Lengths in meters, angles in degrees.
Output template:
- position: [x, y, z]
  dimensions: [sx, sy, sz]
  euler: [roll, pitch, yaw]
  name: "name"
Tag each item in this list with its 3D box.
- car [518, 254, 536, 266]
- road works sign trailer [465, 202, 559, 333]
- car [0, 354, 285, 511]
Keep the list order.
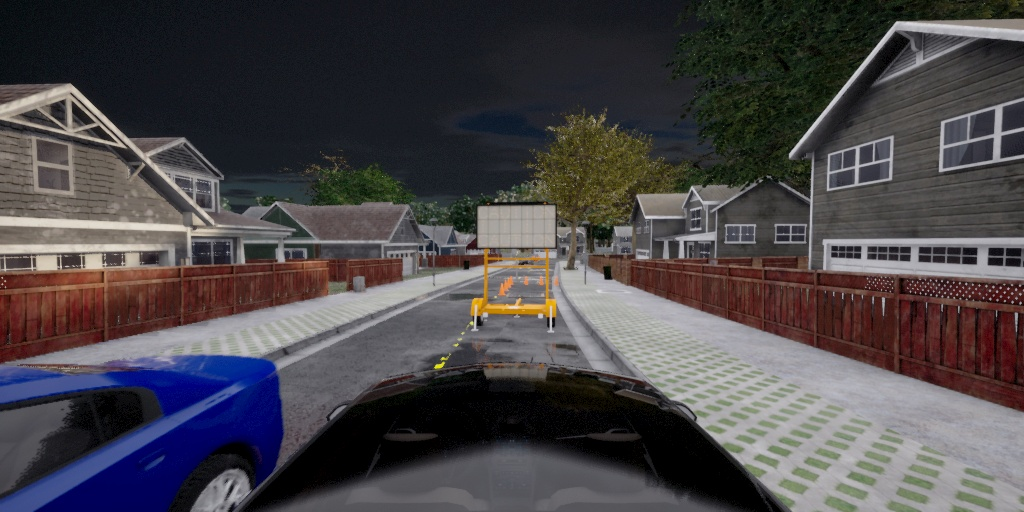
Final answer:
- position: [2.027, 0.787, 51.944]
  dimensions: [1.994, 1.385, 4.181]
  euler: [0, 1, 7]
  name: "car"
- position: [0.144, 0.191, 10.788]
  dimensions: [2.380, 3.560, 2.880]
  euler: [0, 0, 5]
  name: "road works sign trailer"
- position: [-2.778, 1.229, 0.815]
  dimensions: [1.882, 1.535, 5.008]
  euler: [0, 0, 0]
  name: "car"
